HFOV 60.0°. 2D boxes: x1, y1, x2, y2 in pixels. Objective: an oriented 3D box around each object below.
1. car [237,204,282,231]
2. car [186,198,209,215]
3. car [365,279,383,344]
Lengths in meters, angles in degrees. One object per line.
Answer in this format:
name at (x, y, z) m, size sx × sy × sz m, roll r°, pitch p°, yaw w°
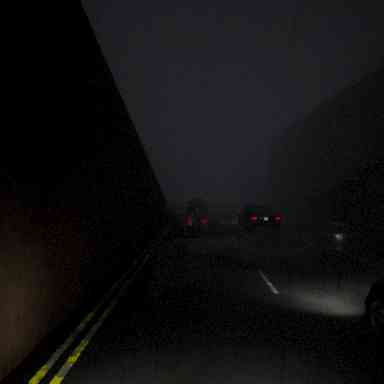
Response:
car at (3.848, 1.422, 19.637) m, size 2.033 × 1.411 × 5.357 m, roll 0°, pitch 0°, yaw 1°
car at (0.506, 1.333, 31.212) m, size 1.812 × 1.442 × 4.674 m, roll 0°, pitch 0°, yaw 1°
car at (3.625, 1.501, 3.305) m, size 1.812 × 1.442 × 4.674 m, roll 0°, pitch 0°, yaw 1°
